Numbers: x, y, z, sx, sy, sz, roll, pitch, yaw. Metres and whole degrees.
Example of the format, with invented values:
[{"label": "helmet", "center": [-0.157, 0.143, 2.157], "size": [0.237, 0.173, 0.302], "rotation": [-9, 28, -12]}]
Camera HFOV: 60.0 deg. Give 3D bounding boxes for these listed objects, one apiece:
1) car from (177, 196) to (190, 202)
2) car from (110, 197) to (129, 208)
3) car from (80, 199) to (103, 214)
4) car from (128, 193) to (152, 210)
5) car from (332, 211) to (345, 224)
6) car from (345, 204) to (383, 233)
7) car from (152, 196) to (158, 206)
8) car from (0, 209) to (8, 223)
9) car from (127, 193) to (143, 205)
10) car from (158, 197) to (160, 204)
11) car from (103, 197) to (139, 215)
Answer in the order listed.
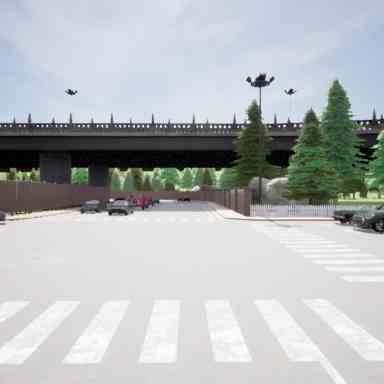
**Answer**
[{"label": "car", "center": [-1.908, 1.553, 75.198], "size": [1.994, 1.385, 4.181], "rotation": [0, 0, -19]}, {"label": "car", "center": [-10.550, 1.526, 48.917], "size": [1.812, 1.442, 4.674], "rotation": [0, 0, 0]}, {"label": "car", "center": [-10.565, 1.526, 36.008], "size": [1.812, 1.442, 4.674], "rotation": [0, 0, 0]}, {"label": "car", "center": [-7.045, 1.221, 43.734], "size": [2.150, 2.045, 5.566], "rotation": [0, 0, 0]}, {"label": "car", "center": [11.985, 1.545, 22.179], "size": [4.718, 1.301, 1.895], "rotation": [0, 0, 2]}, {"label": "car", "center": [11.481, 1.297, 18.671], "size": [4.553, 1.767, 2.097], "rotation": [0, 0, 2]}, {"label": "car", "center": [-7.046, 1.564, 53.742], "size": [1.994, 1.385, 4.181], "rotation": [0, 0, 0]}, {"label": "car", "center": [-14.971, 1.542, 22.767], "size": [4.181, 1.385, 1.994], "rotation": [1, 1, -26]}, {"label": "car", "center": [-10.663, 1.219, 62.390], "size": [2.150, 2.045, 5.566], "rotation": [0, 0, -2]}, {"label": "car", "center": [-7.197, 1.547, 64.403], "size": [2.033, 1.411, 5.357], "rotation": [0, 0, -3]}, {"label": "car", "center": [-7.043, 1.547, 33.560], "size": [2.033, 1.411, 5.357], "rotation": [0, 0, 0]}]
